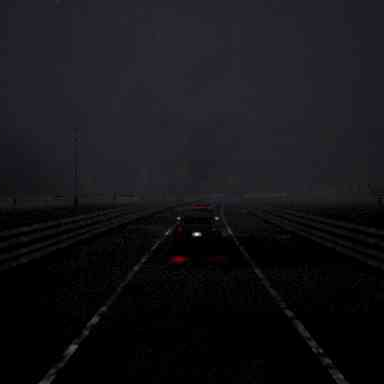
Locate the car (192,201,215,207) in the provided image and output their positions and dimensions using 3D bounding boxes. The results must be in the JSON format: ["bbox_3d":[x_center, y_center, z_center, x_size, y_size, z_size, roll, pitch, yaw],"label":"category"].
[{"bbox_3d":[0.997,1.498,29.504,2.128,1.511,4.902,0,0,4],"label":"car"}]

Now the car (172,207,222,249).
[{"bbox_3d":[0.249,1.573,14.581,1.994,1.385,4.181,0,0,2],"label":"car"}]
